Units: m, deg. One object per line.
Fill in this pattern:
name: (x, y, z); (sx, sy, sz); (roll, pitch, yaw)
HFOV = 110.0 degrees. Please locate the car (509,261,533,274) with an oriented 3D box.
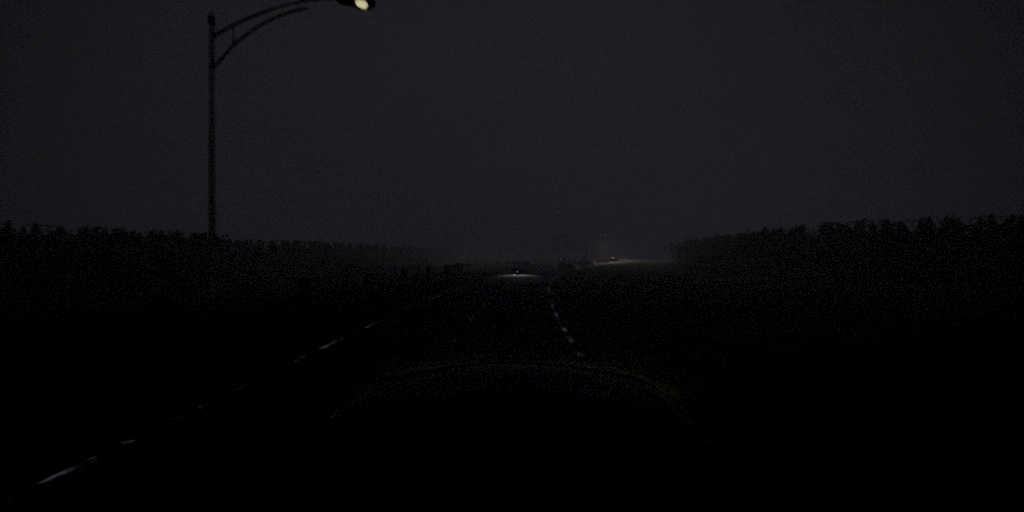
car: (1.139, 1.248, 39.735); (2.033, 1.411, 5.357); (0, 0, 13)

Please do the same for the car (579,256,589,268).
car: (10.966, 1.097, 59.036); (1.882, 1.535, 5.008); (0, 0, 22)

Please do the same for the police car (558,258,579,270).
police car: (7.686, 1.084, 49.868); (1.930, 1.638, 5.238); (0, 0, 18)
